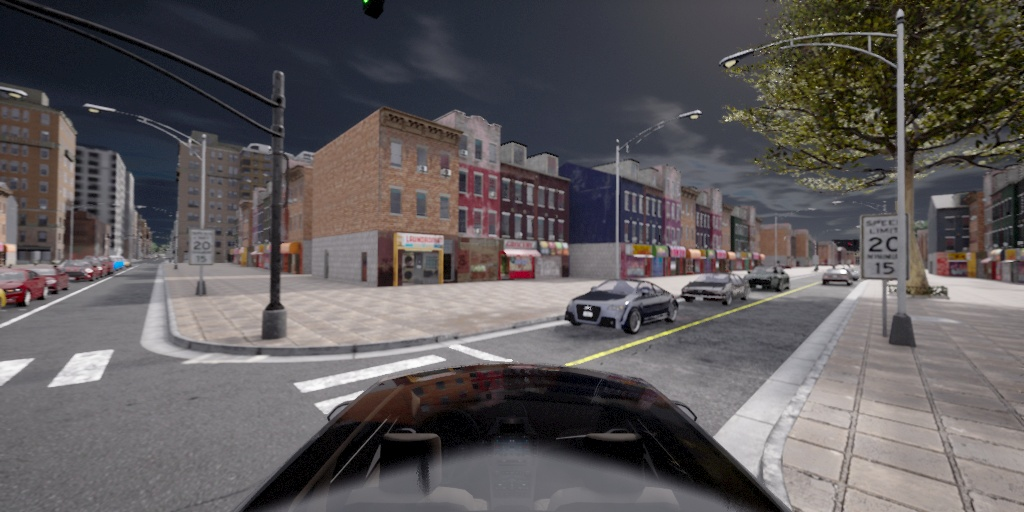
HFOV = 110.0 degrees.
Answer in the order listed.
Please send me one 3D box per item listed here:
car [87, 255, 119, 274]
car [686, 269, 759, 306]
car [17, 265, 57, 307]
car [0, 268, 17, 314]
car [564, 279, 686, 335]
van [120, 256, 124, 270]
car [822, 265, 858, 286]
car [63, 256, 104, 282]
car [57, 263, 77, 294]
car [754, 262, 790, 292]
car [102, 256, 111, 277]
[{"bbox_3d":[-38.985,0.856,33.675,2.192,1.841,5.009,0,0,-44],"label":"car"},{"bbox_3d":[10.124,1.520,17.575,5.357,1.411,2.033,1,-1,-44],"label":"car"},{"bbox_3d":[-19.400,1.149,13.628,1.888,1.381,4.507,0,0,-44],"label":"car"},{"bbox_3d":[-15.365,1.147,9.497,1.751,1.417,4.829,0,0,-44],"label":"car"},{"bbox_3d":[3.485,1.421,11.108,4.181,1.385,1.994,1,-1,-44],"label":"car"},{"bbox_3d":[-46.819,0.864,41.694,1.690,1.789,3.998,0,0,-44],"label":"van"},{"bbox_3d":[28.669,1.798,31.573,5.357,1.411,2.033,1,-1,-44],"label":"car"},{"bbox_3d":[-31.151,1.002,25.656,1.967,1.591,4.097,0,0,-44],"label":"car"},{"bbox_3d":[-23.317,1.170,17.637,1.802,1.307,4.207,0,0,-44],"label":"car"},{"bbox_3d":[17.796,1.458,25.042,4.553,1.767,2.097,1,-1,-44],"label":"car"},{"bbox_3d":[-35.068,0.991,29.665,1.967,1.591,4.097,0,0,-44],"label":"car"}]
